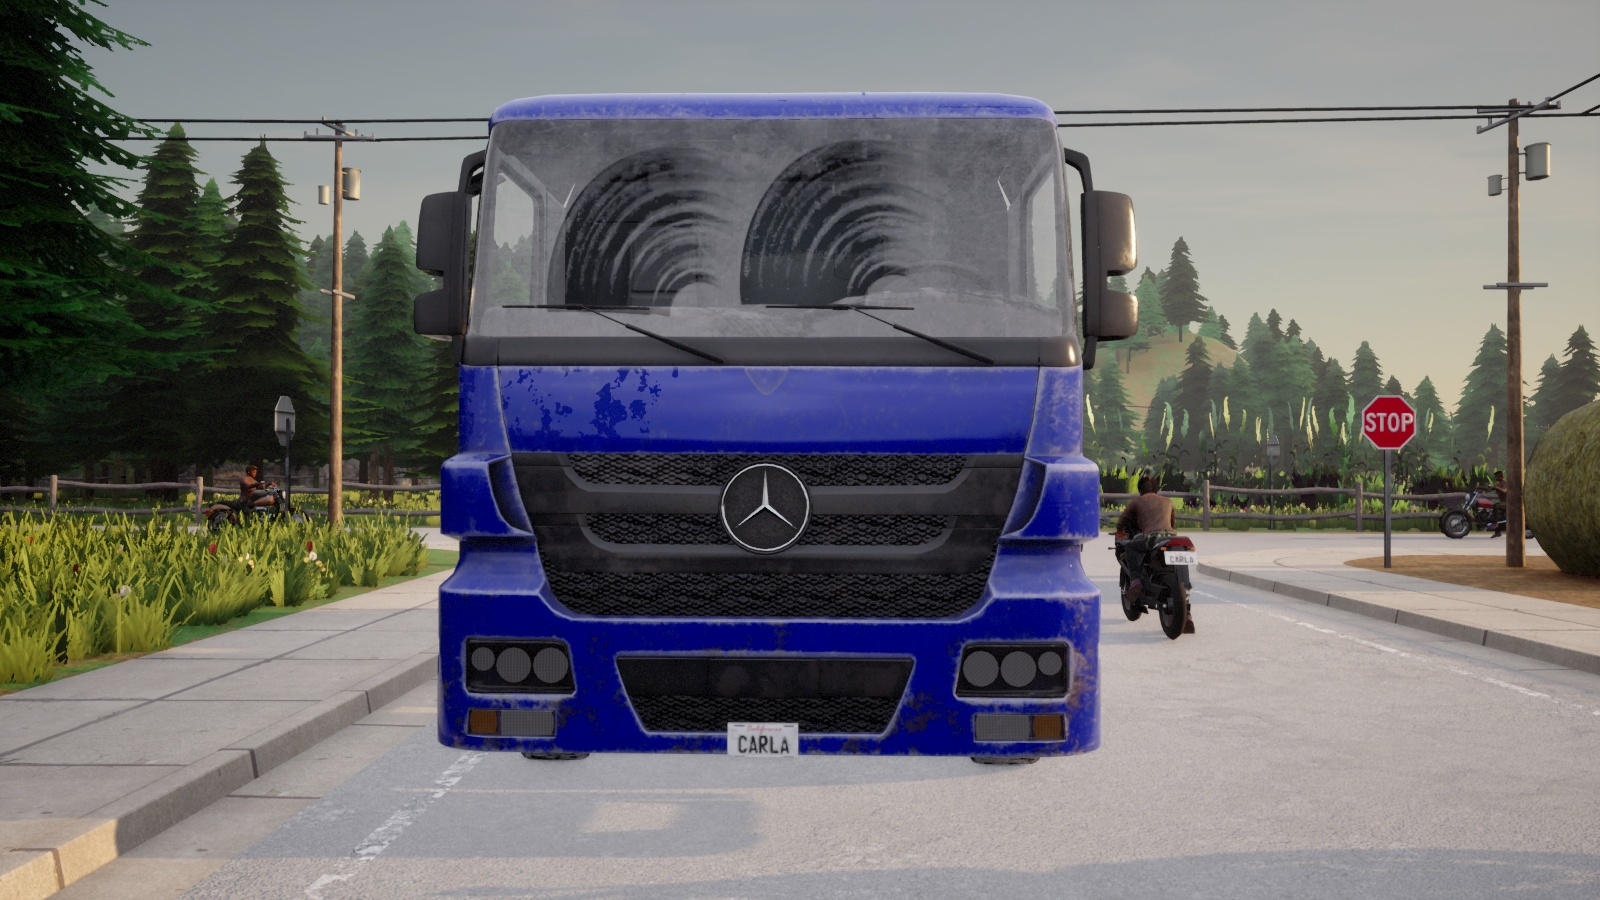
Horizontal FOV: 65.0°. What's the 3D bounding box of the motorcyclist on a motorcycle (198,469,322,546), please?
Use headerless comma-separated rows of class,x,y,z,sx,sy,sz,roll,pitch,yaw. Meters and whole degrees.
motorcyclist on a motorcycle,-11.643,1.231,27.127,2.350,1.649,0.766,0,-1,3

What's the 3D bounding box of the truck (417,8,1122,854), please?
truck,-0.039,-0.014,9.142,2.891,3.462,7.936,0,-1,2

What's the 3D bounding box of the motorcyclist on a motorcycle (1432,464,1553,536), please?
motorcyclist on a motorcycle,16.157,1.157,29.346,2.350,1.649,0.766,0,-1,3

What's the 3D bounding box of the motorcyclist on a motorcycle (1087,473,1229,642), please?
motorcyclist on a motorcycle,3.470,0.990,12.382,0.797,1.523,2.044,0,-1,0
